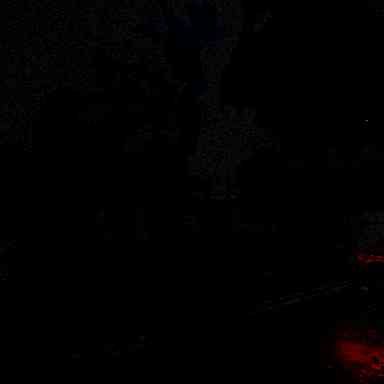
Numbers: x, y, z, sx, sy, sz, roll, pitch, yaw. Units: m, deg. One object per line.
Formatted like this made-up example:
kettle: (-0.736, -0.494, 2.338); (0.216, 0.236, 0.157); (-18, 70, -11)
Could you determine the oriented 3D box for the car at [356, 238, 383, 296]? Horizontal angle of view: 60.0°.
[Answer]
car: (5.777, 1.515, 7.620); (5.008, 1.535, 1.882); (0, 0, -35)
